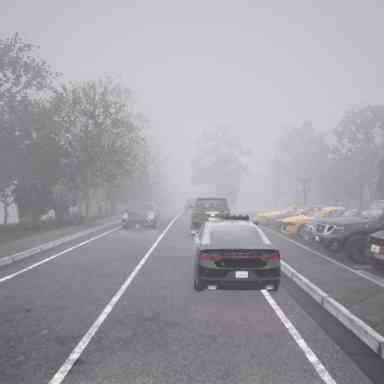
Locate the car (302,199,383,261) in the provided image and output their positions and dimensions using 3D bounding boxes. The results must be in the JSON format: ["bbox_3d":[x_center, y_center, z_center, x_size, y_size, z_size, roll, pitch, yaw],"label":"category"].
[{"bbox_3d":[7.074,1.249,11.450,5.566,2.045,2.435,0,0,0],"label":"car"}]

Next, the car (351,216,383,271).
[{"bbox_3d":[7.124,1.527,8.673,4.792,1.488,2.163,0,0,0],"label":"car"}]

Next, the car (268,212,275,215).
[{"bbox_3d":[7.130,1.539,19.770,4.892,1.521,2.231,0,0,0],"label":"car"}]

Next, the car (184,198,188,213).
[{"bbox_3d":[0.113,1.804,44.901,2.150,2.045,5.566,0,-2,0],"label":"car"}]

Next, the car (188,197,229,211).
[{"bbox_3d":[1.015,1.295,19.131,2.150,2.045,5.566,0,-1,0],"label":"car"}]

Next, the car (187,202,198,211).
[{"bbox_3d":[0.126,2.613,59.655,1.837,1.490,4.892,0,-2,0],"label":"car"}]

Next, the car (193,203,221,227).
[{"bbox_3d":[1.027,1.620,25.102,1.882,1.535,5.008,0,-1,0],"label":"car"}]

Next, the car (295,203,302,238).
[{"bbox_3d":[7.141,1.382,14.221,4.553,1.767,2.185,0,0,0],"label":"car"}]

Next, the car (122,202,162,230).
[{"bbox_3d":[-3.205,1.452,21.876,2.097,1.767,4.553,0,-1,0],"label":"car"}]

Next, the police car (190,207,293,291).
[{"bbox_3d":[0.994,1.439,9.189,1.930,1.638,5.238,0,0,0],"label":"police car"}]

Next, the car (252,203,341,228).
[{"bbox_3d":[6.946,1.562,22.539,5.366,1.575,1.946,0,0,0],"label":"car"}]

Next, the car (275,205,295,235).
[{"bbox_3d":[7.123,1.518,16.998,5.008,1.535,2.097,0,0,0],"label":"car"}]
